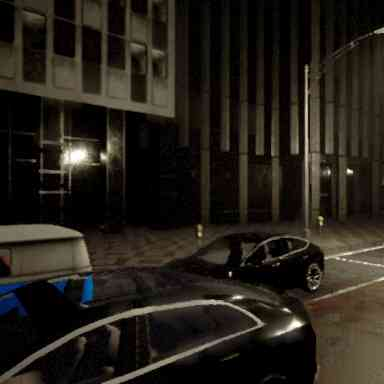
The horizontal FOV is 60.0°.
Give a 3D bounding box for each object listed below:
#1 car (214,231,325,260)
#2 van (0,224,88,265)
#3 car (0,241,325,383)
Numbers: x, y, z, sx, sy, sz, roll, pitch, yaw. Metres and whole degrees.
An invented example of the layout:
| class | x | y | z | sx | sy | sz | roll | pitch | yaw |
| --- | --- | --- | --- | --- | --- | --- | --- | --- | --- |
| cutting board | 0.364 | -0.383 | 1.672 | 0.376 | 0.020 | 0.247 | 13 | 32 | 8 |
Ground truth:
| class | x | y | z | sx | sy | sz | roll | pitch | yaw |
| --- | --- | --- | --- | --- | --- | --- | --- | --- | --- |
| car | 1.257 | 1.613 | 7.494 | 4.313 | 1.339 | 1.947 | 0 | 0 | -36 |
| van | -3.288 | 1.363 | 4.158 | 3.998 | 1.788 | 1.690 | 0 | 0 | -36 |
| car | -0.981 | 1.507 | 2.667 | 4.902 | 1.511 | 2.128 | 0 | 0 | -36 |
